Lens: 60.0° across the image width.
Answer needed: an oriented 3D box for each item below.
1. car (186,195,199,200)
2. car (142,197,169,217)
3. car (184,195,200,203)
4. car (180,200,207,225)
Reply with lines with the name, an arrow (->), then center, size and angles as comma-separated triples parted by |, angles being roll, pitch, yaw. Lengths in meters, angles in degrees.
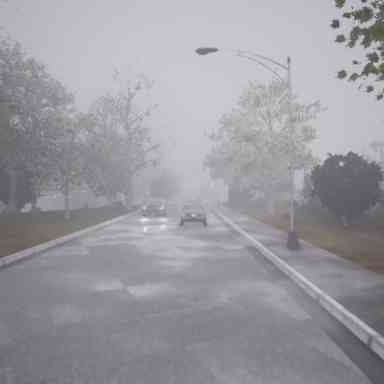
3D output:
car -> 0.108, 1.452, 42.222 | 2.128, 1.511, 4.902 | 0, 0, 0
car -> -3.341, 1.327, 30.891 | 2.097, 1.767, 4.553 | 0, 0, 0
car -> 0.092, 1.434, 71.443 | 1.837, 1.490, 4.892 | -1, 0, 19
car -> 0.096, 1.531, 23.552 | 2.033, 1.411, 5.357 | 0, 0, 0
